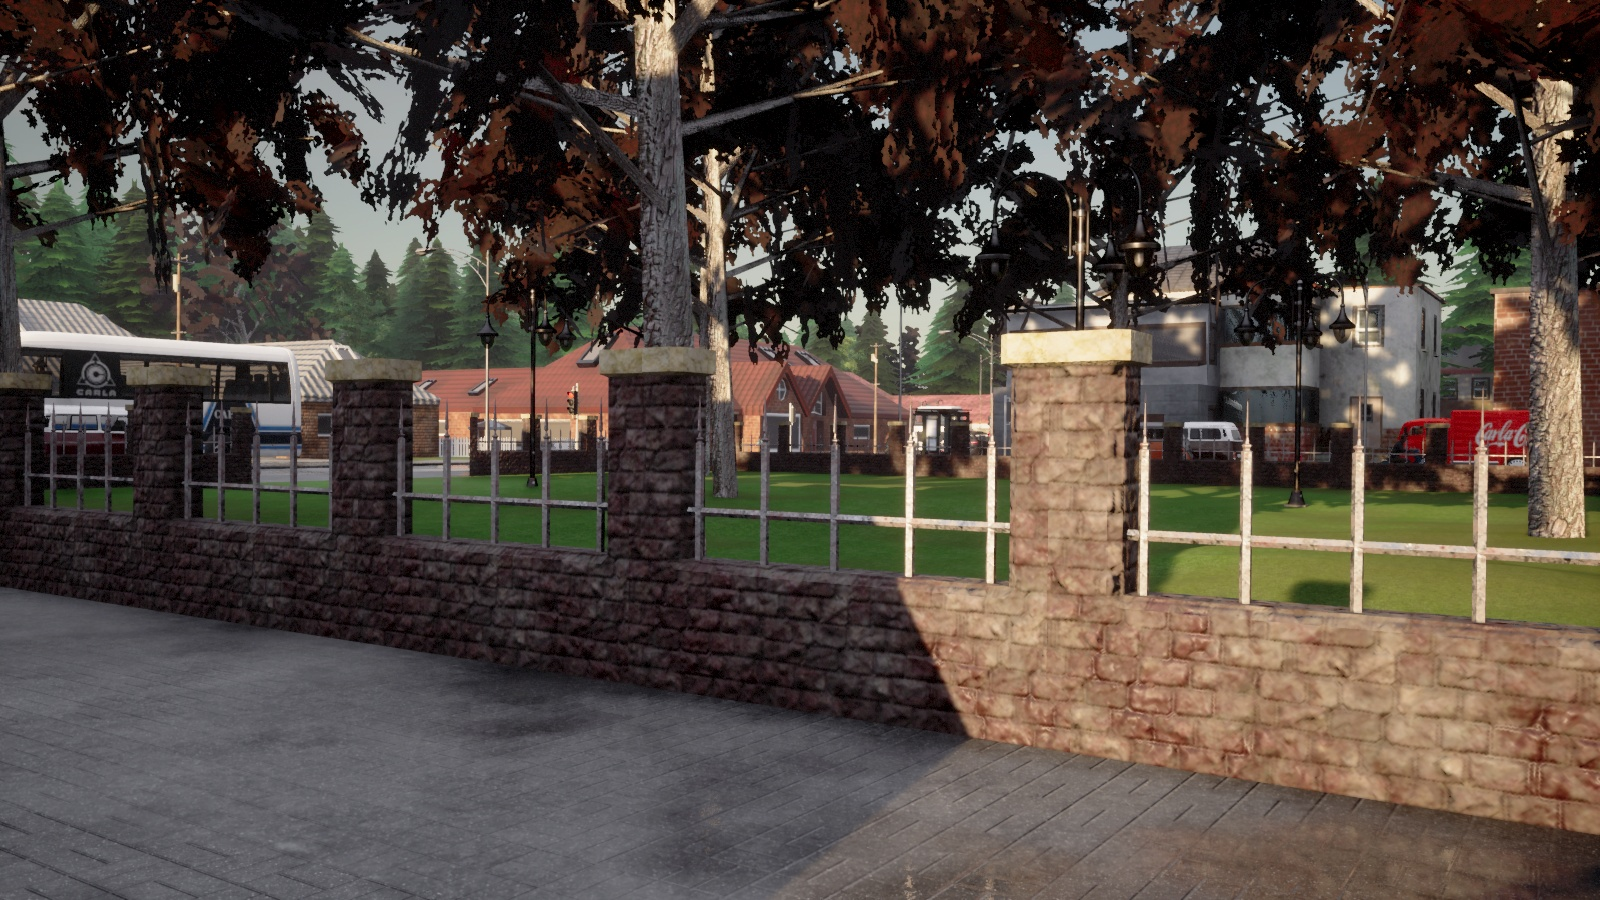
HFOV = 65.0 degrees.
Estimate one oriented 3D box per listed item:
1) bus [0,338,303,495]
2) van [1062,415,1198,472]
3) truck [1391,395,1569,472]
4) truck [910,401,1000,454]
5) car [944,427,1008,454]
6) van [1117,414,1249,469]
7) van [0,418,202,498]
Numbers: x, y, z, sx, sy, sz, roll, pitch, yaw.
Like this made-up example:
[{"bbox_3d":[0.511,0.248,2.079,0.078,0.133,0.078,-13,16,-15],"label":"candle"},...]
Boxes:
[{"bbox_3d":[-21.067,-0.982,38.613,3.944,4.253,10.273,0,1,33],"label":"bus"},{"bbox_3d":[12.015,-0.249,45.764,4.442,1.987,1.775,0,1,32],"label":"van"},{"bbox_3d":[23.320,-0.555,43.110,5.204,2.467,2.627,0,1,32],"label":"truck"},{"bbox_3d":[10.791,-1.529,86.497,2.891,3.462,7.936,0,1,34],"label":"truck"},{"bbox_3d":[11.264,-0.618,79.980,2.242,1.667,4.611,0,1,34],"label":"car"},{"bbox_3d":[14.833,-0.345,48.741,4.480,2.038,2.069,0,1,34],"label":"van"},{"bbox_3d":[-19.074,0.159,34.308,2.069,2.038,4.480,0,1,33],"label":"van"}]
